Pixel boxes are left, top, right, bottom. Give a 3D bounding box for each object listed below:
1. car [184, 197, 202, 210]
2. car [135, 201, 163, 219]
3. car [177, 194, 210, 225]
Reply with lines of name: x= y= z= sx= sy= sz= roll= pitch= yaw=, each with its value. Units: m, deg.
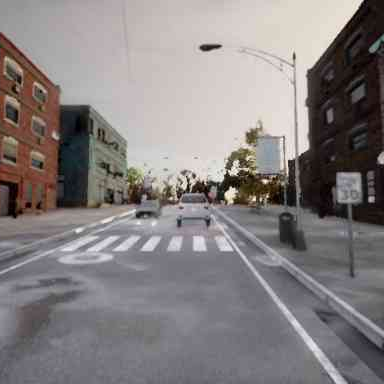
car: x=0.107 y=1.416 z=40.988 sx=2.033 sy=1.411 sz=5.357 roll=0 pitch=0 yaw=0
car: x=-3.531 y=1.459 z=28.243 sx=2.033 sy=1.411 sz=5.357 roll=0 pitch=0 yaw=1
car: x=0.105 y=1.148 z=23.156 sx=2.150 sy=2.045 sz=5.566 roll=0 pitch=0 yaw=0
